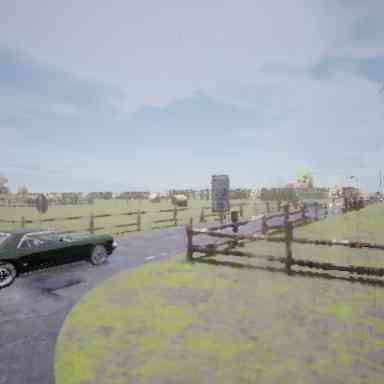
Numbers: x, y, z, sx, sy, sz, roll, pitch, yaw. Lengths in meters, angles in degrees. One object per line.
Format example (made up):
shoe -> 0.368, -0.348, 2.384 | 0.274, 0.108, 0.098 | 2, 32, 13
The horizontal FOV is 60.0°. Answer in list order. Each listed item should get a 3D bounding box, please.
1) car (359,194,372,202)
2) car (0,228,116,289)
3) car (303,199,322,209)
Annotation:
car -> 38.969, 1.541, 75.566 | 1.812, 1.442, 4.674 | -2, -1, 33
car -> -4.442, 1.661, 9.443 | 1.895, 1.301, 4.718 | -2, -1, 33
car -> 17.040, 1.680, 47.184 | 1.994, 1.385, 4.181 | -2, -1, 33
